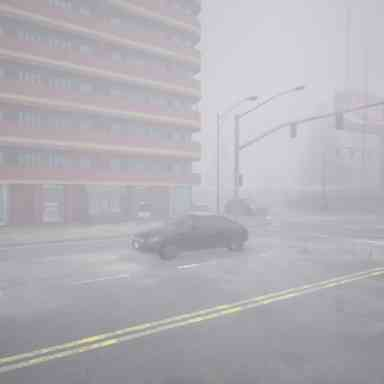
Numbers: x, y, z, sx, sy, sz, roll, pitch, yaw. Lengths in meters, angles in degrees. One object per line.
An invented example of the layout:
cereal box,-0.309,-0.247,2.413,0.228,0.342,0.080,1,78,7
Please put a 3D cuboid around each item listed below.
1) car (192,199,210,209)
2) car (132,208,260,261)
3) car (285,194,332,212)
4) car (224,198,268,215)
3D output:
car,0.223,1.526,39.793,1.812,1.442,4.674,0,0,-34
car,0.082,1.526,12.423,4.674,1.442,1.812,0,0,-33
car,13.518,1.221,38.821,2.150,2.045,5.566,0,0,-31
car,5.203,1.352,32.370,2.097,1.767,4.553,0,0,-34
